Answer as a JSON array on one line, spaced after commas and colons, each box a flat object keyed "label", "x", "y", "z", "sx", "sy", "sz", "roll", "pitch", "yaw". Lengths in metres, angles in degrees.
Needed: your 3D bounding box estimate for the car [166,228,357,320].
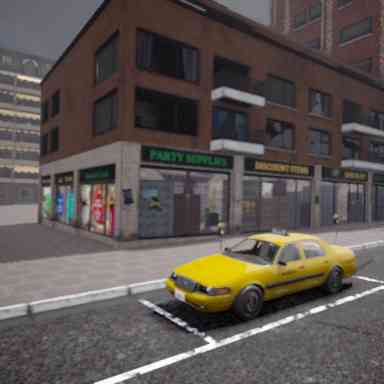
[{"label": "car", "x": 1.755, "y": 1.525, "z": 7.323, "sx": 4.829, "sy": 1.417, "sz": 1.752, "roll": 0, "pitch": 2, "yaw": -35}]
